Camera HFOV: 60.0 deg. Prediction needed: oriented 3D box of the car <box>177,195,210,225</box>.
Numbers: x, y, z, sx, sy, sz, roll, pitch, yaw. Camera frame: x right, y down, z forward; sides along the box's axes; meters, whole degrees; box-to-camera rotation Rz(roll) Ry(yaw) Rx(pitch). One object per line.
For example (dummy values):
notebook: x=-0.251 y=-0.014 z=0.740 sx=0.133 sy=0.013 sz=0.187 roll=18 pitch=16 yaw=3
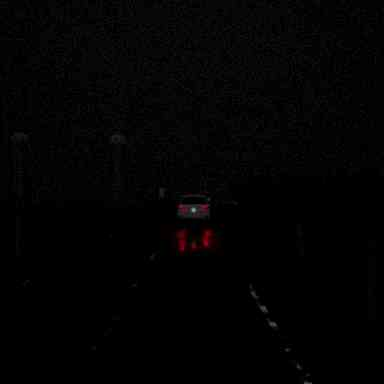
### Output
car: x=0.107 y=1.221 z=23.968 sx=2.150 sy=2.045 sz=5.566 roll=0 pitch=0 yaw=0

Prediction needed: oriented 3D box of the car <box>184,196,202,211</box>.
car: x=0.097 y=1.358 z=41.330 sx=2.097 sy=1.767 sz=4.553 roll=0 pitch=0 yaw=0
